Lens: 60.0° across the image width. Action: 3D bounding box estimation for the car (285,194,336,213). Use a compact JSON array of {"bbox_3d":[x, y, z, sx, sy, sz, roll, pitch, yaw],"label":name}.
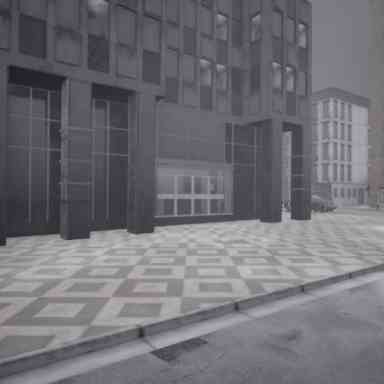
[{"bbox_3d":[12.728,1.184,36.160,2.150,2.045,5.566,1,0,-36],"label":"car"}]
